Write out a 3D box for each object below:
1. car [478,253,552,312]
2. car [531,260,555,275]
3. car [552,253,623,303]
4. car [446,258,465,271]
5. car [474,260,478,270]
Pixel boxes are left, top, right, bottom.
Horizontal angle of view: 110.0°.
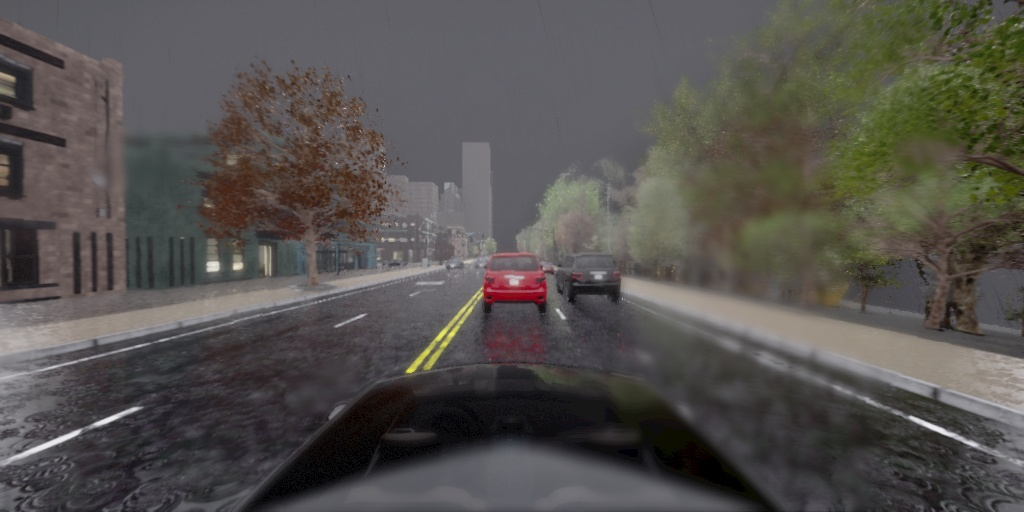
[{"bbox_3d":[0.093,0.907,13.913,2.150,2.045,5.566,0,0,0],"label":"car"},{"bbox_3d":[3.061,1.129,36.525,1.994,1.385,4.181,0,0,-1],"label":"car"},{"bbox_3d":[3.333,0.896,16.397,2.150,2.045,5.566,0,1,0],"label":"car"},{"bbox_3d":[-7.000,1.017,44.500,2.128,1.511,4.902,0,0,-1],"label":"car"},{"bbox_3d":[-3.768,1.008,46.044,2.128,1.511,4.902,0,0,-1],"label":"car"}]
